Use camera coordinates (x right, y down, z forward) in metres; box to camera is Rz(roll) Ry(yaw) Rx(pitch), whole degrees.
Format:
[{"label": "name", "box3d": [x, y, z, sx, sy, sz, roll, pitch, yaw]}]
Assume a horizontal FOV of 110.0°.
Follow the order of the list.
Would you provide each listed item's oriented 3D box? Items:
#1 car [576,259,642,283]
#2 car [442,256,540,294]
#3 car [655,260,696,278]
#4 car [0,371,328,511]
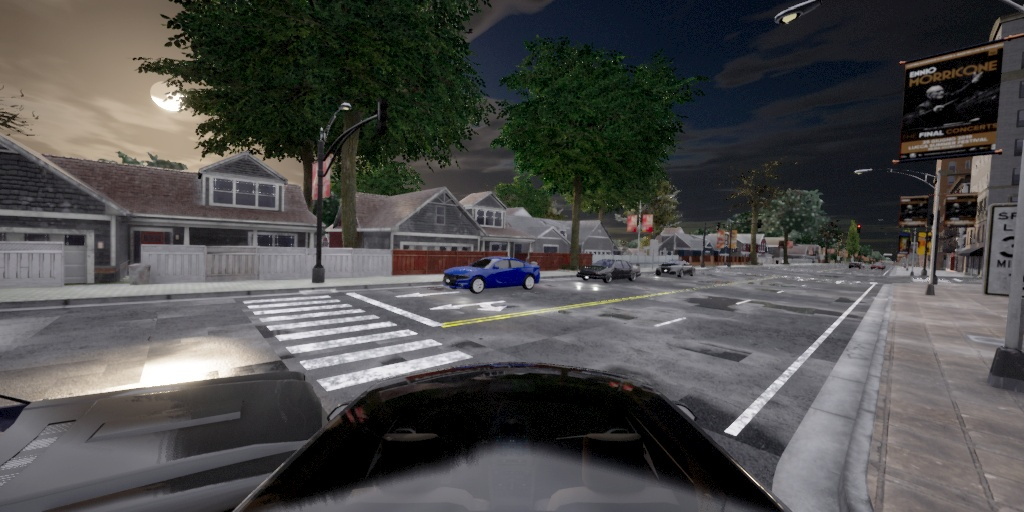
[{"label": "car", "box3d": [6.470, 0.916, 23.416, 5.357, 1.411, 2.033, 1, 2, -43]}, {"label": "car", "box3d": [-0.829, 0.776, 16.637, 5.008, 1.535, 1.882, 0, 3, -43]}, {"label": "car", "box3d": [13.801, 1.006, 30.197, 4.181, 1.385, 1.994, 1, 2, -43]}, {"label": "car", "box3d": [-3.321, 1.276, 1.498, 4.718, 1.301, 1.895, 1, 2, -33]}]
